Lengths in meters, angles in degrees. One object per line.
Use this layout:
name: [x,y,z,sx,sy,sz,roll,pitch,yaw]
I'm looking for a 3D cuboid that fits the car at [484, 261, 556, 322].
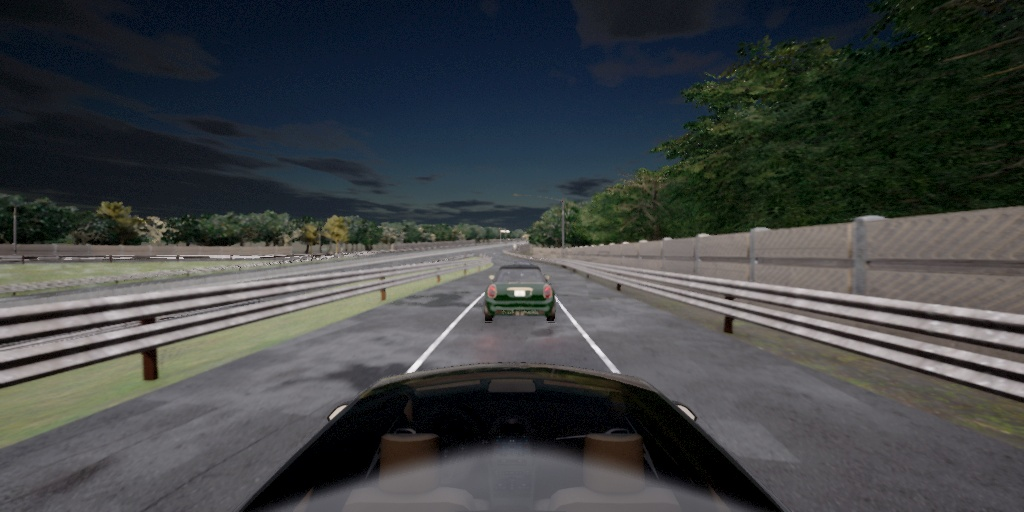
car: [0.250,1.048,12.192,2.097,1.767,4.553,0,0,1]
